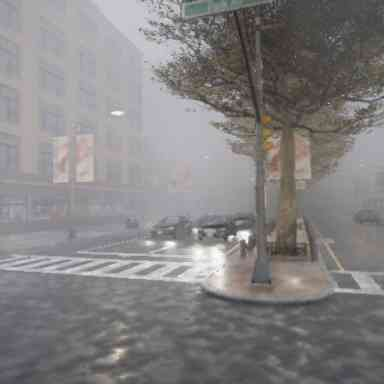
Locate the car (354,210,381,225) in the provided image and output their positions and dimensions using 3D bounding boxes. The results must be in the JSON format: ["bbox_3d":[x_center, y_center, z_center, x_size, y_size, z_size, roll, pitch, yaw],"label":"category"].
[{"bbox_3d":[18.213,2.621,34.742,2.033,1.411,5.357,-1,-2,18],"label":"car"}]

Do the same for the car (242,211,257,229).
[{"bbox_3d":[4.921,2.583,31.265,2.128,1.511,4.902,-1,-2,18],"label":"car"}]

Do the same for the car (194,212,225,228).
[{"bbox_3d":[1.802,2.752,32.980,1.994,1.385,4.181,-1,-2,18],"label":"car"}]

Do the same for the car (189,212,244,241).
[{"bbox_3d":[1.775,2.269,21.651,2.128,1.511,4.902,-1,-2,18],"label":"car"}]

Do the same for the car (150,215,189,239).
[{"bbox_3d":[-1.309,2.403,23.492,1.812,1.442,4.674,-1,-2,19],"label":"car"}]
